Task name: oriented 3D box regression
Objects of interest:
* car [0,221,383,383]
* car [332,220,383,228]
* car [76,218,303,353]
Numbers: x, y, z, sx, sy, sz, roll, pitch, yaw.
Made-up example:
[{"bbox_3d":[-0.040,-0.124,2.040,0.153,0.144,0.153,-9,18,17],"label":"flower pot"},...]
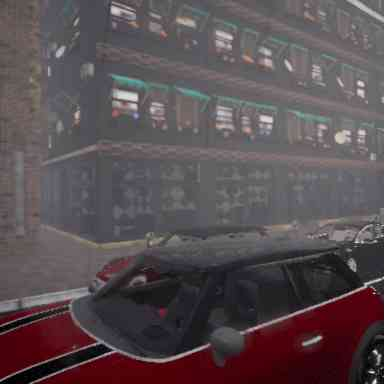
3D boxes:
[{"bbox_3d":[0.030,1.352,3.380,4.553,1.767,2.097,0,0,-35],"label":"car"},{"bbox_3d":[4.636,1.553,9.842,4.403,1.369,2.008,0,-1,-36],"label":"car"},{"bbox_3d":[0.076,1.441,6.589,4.097,1.590,1.967,0,-1,-36],"label":"car"}]
